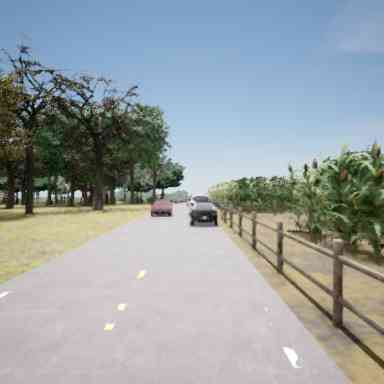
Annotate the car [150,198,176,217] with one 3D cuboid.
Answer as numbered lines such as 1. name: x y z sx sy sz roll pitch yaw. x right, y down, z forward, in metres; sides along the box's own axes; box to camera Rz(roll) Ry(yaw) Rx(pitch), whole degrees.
1. car: -2.851 1.544 32.084 1.882 1.535 5.008 0 0 0

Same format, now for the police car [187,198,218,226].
1. police car: 0.821 1.455 24.092 1.930 1.638 5.238 0 0 0

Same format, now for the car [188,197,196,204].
1. car: -0.012 1.828 75.003 1.837 1.490 4.892 0 -1 0

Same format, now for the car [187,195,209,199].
1. car: 0.820 1.302 34.020 2.150 2.045 5.566 0 0 0

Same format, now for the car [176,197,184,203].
1. car: -2.762 1.737 72.695 1.812 1.442 4.674 0 -1 0

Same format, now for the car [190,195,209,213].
1. car: 0.819 1.341 40.022 2.150 2.045 5.566 0 0 0
